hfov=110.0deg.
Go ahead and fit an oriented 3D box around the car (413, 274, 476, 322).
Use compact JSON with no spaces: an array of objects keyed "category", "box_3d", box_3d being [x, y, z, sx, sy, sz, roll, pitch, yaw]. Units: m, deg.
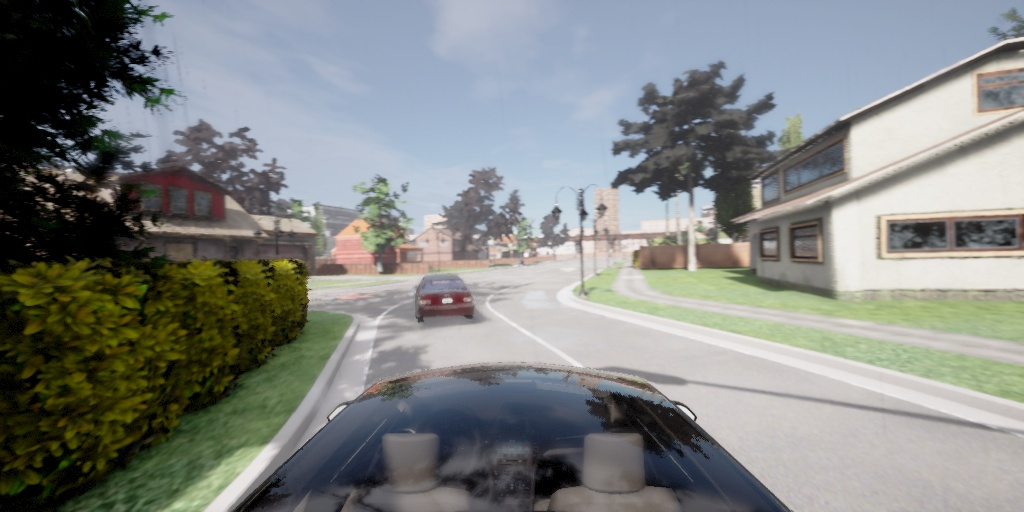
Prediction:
[{"category":"car","box_3d":[-2.505,1.365,12.849,2.033,1.411,5.357,-2,0,-14]}]
